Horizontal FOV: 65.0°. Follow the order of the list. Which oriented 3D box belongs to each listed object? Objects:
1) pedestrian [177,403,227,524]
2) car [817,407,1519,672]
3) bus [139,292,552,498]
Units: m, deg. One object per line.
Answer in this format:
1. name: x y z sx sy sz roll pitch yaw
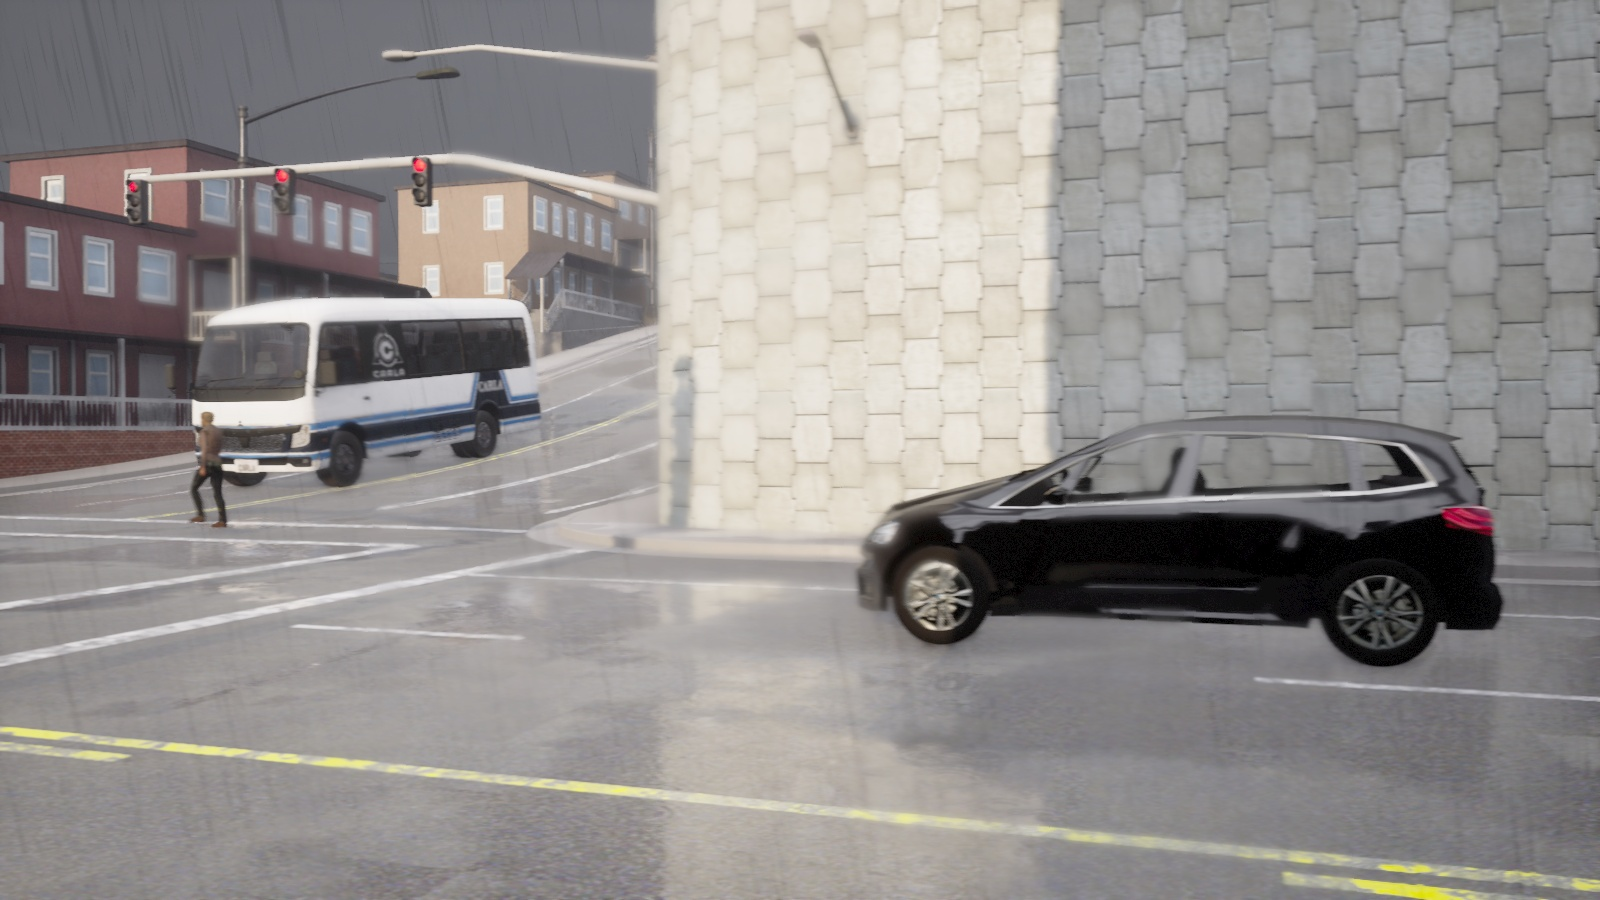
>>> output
1. pedestrian: -9.224 0.207 19.377 0.634 1.846 0.331 1 1 19
2. car: 2.673 0.526 9.679 4.611 1.667 2.242 1 1 18
3. bus: -10.623 -1.705 31.369 3.944 4.253 10.273 1 7 18
